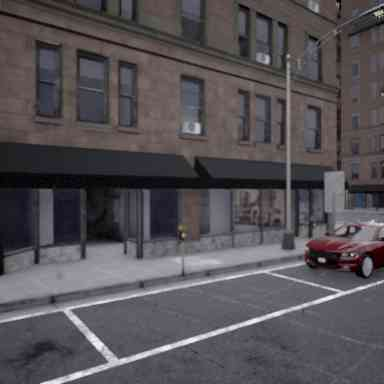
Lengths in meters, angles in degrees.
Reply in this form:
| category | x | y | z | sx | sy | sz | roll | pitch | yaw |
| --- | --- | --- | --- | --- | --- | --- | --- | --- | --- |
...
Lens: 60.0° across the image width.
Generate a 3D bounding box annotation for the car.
| category | x | y | z | sx | sy | sz | roll | pitch | yaw |
| --- | --- | --- | --- | --- | --- | --- | --- | --- | --- |
| car | 5.366 | 1.623 | 10.357 | 4.507 | 1.381 | 1.887 | 1 | -1 | -35 |
